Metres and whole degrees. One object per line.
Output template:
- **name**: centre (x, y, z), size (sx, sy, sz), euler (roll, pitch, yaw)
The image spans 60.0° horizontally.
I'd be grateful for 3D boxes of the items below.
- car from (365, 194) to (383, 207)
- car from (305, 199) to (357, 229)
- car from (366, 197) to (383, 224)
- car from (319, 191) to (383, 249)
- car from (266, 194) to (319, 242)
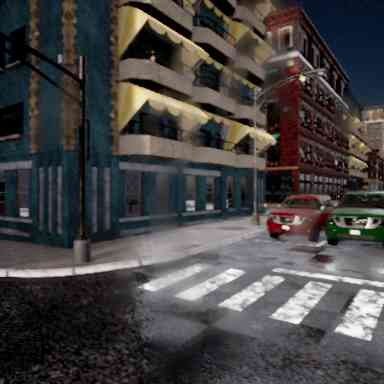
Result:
- **car**: centre (21.174, 0.908, 38.040), size (1.947, 1.339, 4.313), euler (1, 2, 35)
- **car**: centre (8.367, 1.207, 19.807), size (1.887, 1.381, 4.507), euler (1, 2, 35)
- **car**: centre (12.988, 1.153, 21.891), size (2.033, 1.411, 5.357), euler (0, 1, 35)
- **car**: centre (7.090, 0.975, 13.504), size (2.150, 2.045, 5.566), euler (0, 1, 35)
- **car**: centre (5.166, 1.057, 15.243), size (2.192, 1.841, 5.009), euler (1, 2, 35)
